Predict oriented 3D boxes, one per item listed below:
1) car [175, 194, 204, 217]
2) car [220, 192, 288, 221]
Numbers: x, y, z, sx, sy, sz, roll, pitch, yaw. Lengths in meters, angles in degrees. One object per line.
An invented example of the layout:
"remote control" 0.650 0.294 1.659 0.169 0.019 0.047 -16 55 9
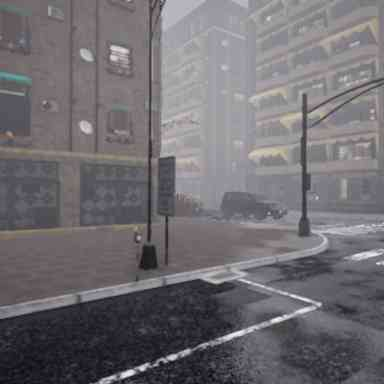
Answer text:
"car" -1.047 1.094 28.662 2.192 1.841 5.009 0 0 -35
"car" 4.501 0.996 25.103 2.150 2.045 5.566 0 0 -36
